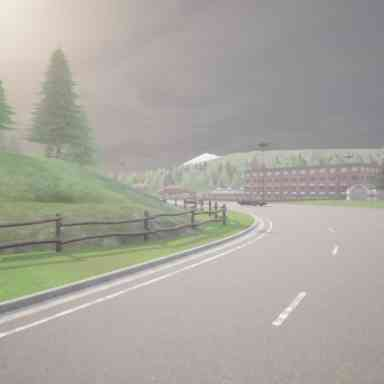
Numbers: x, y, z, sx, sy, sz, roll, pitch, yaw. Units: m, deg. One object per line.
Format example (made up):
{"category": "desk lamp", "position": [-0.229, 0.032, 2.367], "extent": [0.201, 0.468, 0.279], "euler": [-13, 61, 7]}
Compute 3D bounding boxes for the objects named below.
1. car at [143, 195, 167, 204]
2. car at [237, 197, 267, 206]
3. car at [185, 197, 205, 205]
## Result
{"category": "car", "position": [-6.922, 1.600, 63.762], "extent": [1.895, 1.301, 4.718], "euler": [0, 0, -40]}
{"category": "car", "position": [9.636, 1.546, 53.388], "extent": [2.033, 1.411, 5.357], "euler": [0, 0, -33]}
{"category": "car", "position": [0.420, 1.563, 60.125], "extent": [1.994, 1.385, 4.181], "euler": [0, 0, -38]}
